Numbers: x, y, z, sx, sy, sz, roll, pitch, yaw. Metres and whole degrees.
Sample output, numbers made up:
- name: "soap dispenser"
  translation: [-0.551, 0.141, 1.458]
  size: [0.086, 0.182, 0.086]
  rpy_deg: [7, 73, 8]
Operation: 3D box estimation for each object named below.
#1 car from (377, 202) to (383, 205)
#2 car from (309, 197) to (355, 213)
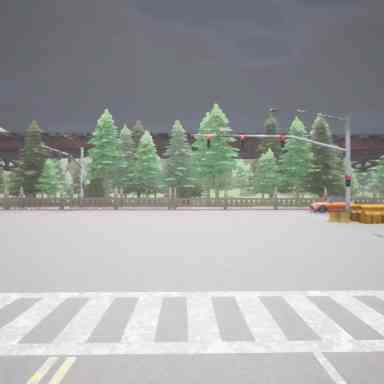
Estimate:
- name: "car"
  translation: [16.876, 1.564, 28.586]
  size: [4.181, 1.385, 1.994]
  rpy_deg: [0, 0, -2]
- name: "car"
  translation: [14.912, 1.352, 35.534]
  size: [4.553, 1.767, 2.097]
  rpy_deg: [0, 0, -2]
